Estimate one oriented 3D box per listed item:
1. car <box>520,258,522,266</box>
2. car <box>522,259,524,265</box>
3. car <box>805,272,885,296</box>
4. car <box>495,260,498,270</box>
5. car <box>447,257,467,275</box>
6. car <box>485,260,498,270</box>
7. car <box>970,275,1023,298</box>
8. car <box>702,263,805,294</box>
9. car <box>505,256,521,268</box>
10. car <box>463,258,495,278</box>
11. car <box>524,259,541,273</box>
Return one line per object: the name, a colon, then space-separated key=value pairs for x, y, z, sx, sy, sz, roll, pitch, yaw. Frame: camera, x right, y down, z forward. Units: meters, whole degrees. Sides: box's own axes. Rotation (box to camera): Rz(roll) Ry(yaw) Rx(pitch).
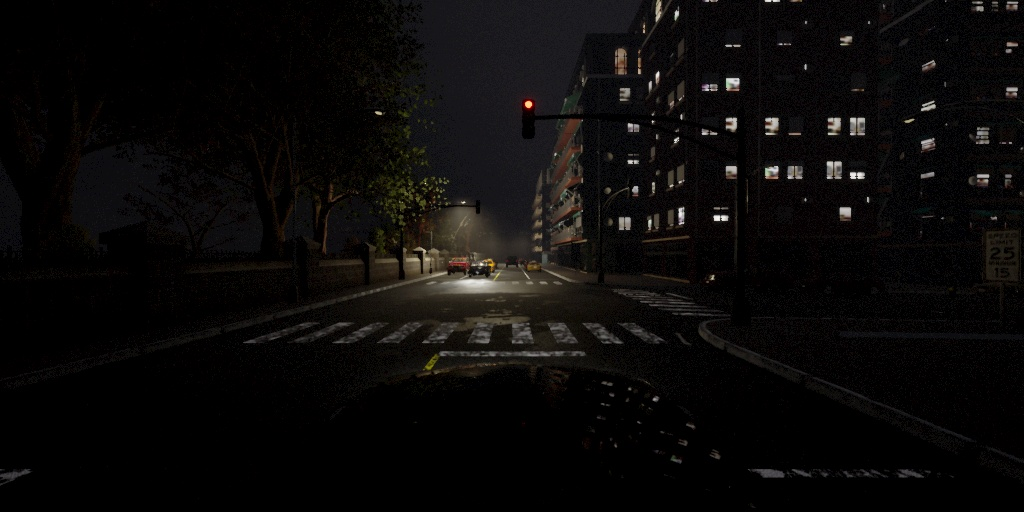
car: x=2.711 y=1.316 z=55.382 sx=2.007 sy=1.370 sz=4.403 roll=0 pitch=0 yaw=0
car: x=2.709 y=1.306 z=49.846 sx=1.888 sy=1.381 sz=4.507 roll=0 pitch=0 yaw=0
car: x=20.302 y=1.671 z=22.202 sx=4.507 sy=1.381 sz=1.888 roll=0 pitch=0 yaw=0
car: x=-3.074 y=1.235 z=44.219 sx=1.882 sy=1.535 sz=5.008 roll=0 pitch=0 yaw=0
car: x=-5.675 y=1.069 z=38.778 sx=2.192 sy=1.841 sz=5.009 roll=0 pitch=0 yaw=0
car: x=-3.068 y=1.290 z=54.398 sx=1.812 sy=1.442 sz=4.674 roll=0 pitch=0 yaw=0
car: x=31.523 y=1.857 z=22.233 sx=4.829 sy=1.417 sz=1.751 roll=0 pitch=0 yaw=0
car: x=14.607 y=1.338 z=22.186 sx=5.009 sy=1.841 sz=2.192 roll=0 pitch=0 yaw=0
car: x=0.025 y=0.993 z=63.707 sx=2.150 sy=2.045 sz=5.566 roll=0 pitch=0 yaw=0
car: x=-3.074 y=1.245 z=34.718 sx=2.128 sy=1.511 sz=4.902 roll=0 pitch=0 yaw=0
car: x=2.707 y=1.283 z=44.481 sx=1.751 sy=1.417 sz=4.829 roll=0 pitch=0 yaw=0
